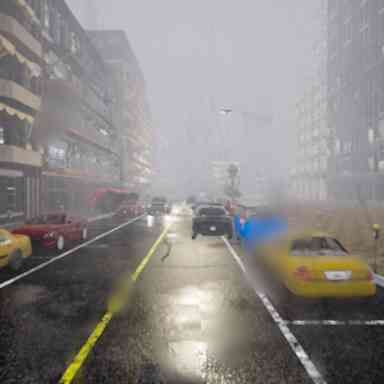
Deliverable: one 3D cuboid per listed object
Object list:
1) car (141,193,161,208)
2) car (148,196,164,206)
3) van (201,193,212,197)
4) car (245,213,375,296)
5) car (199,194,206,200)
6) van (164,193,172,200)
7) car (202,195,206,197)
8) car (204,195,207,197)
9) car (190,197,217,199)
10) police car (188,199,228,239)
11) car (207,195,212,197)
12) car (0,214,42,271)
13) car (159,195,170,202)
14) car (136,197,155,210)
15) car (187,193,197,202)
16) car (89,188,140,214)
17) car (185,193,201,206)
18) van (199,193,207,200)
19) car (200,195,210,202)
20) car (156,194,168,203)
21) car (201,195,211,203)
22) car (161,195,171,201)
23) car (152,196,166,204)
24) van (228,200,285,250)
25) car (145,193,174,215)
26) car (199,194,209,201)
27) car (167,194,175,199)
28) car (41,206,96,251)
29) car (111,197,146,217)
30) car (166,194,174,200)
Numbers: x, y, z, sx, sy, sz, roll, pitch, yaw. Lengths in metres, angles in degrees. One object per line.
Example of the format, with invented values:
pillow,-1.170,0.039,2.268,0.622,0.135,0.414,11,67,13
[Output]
car,-5.694,1.149,46.950,2.192,1.841,5.009,0,0,0
car,-5.692,1.368,52.478,2.008,1.369,4.403,0,0,0
van,2.687,1.144,58.003,1.690,1.788,3.998,0,0,0
car,2.686,1.491,8.434,1.752,1.417,4.829,0,0,0
car,2.689,1.262,85.806,1.752,1.417,4.829,0,0,0
van,-5.692,1.089,80.111,1.690,1.788,3.998,0,0,0
car,2.687,1.417,46.950,1.802,1.307,4.206,0,0,0
car,2.687,1.434,41.424,1.802,1.307,4.206,0,0,0
car,0.901,1.404,26.788,1.837,1.490,4.892,0,0,0
police car,0.901,1.359,16.898,1.930,1.638,5.238,0,0,0
car,2.686,1.327,30.370,1.967,1.590,4.097,0,0,0
car,-5.694,1.492,8.095,1.752,1.417,4.829,0,0,0
car,-5.691,1.339,69.057,1.947,1.339,4.313,0,0,0
car,-5.693,1.377,41.255,1.752,1.417,4.829,0,0,0
car,0.007,1.138,66.803,2.097,1.767,4.553,0,0,0
car,-7.388,0.844,32.136,2.045,2.150,5.566,17,5,29
car,0.008,1.326,51.667,1.837,1.490,4.892,0,1,0
van,2.688,1.090,80.111,1.690,1.788,3.998,0,0,0
car,2.689,1.340,69.057,1.947,1.339,4.313,0,0,0
car,-5.692,1.228,63.530,1.967,1.590,4.097,0,0,0
car,2.689,1.313,63.699,1.752,1.417,4.829,0,0,0
car,-5.691,1.305,74.584,1.887,1.381,4.507,0,0,0
car,-5.692,1.353,58.005,2.008,1.369,4.403,0,0,0
van,2.685,1.286,13.789,1.690,1.788,3.998,0,0,0
car,-3.092,1.233,32.148,2.097,1.767,4.553,0,0,0
car,2.688,1.201,74.583,1.967,1.590,4.097,0,0,0
car,-5.690,1.307,91.163,1.802,1.307,4.206,0,0,0
car,-5.694,1.489,13.791,1.887,1.381,4.507,0,0,0
car,-5.693,1.431,30.371,1.887,1.381,4.507,0,0,0
car,-5.691,1.318,85.637,1.802,1.307,4.206,0,0,0
